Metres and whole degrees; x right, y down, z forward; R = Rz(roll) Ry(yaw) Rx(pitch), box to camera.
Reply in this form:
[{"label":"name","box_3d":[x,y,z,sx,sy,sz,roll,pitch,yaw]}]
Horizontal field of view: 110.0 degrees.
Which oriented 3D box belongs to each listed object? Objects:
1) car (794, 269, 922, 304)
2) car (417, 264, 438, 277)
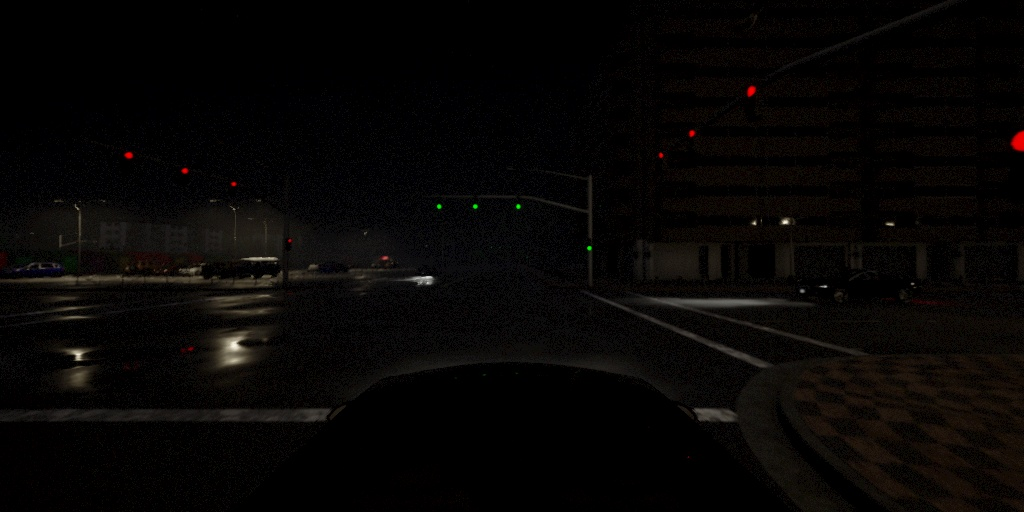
[{"label":"car","box_3d":[15.919,1.361,16.659,4.902,1.511,2.128,0,-1,0]},{"label":"car","box_3d":[-10.521,1.804,44.831,2.128,1.511,4.902,0,0,0]}]
